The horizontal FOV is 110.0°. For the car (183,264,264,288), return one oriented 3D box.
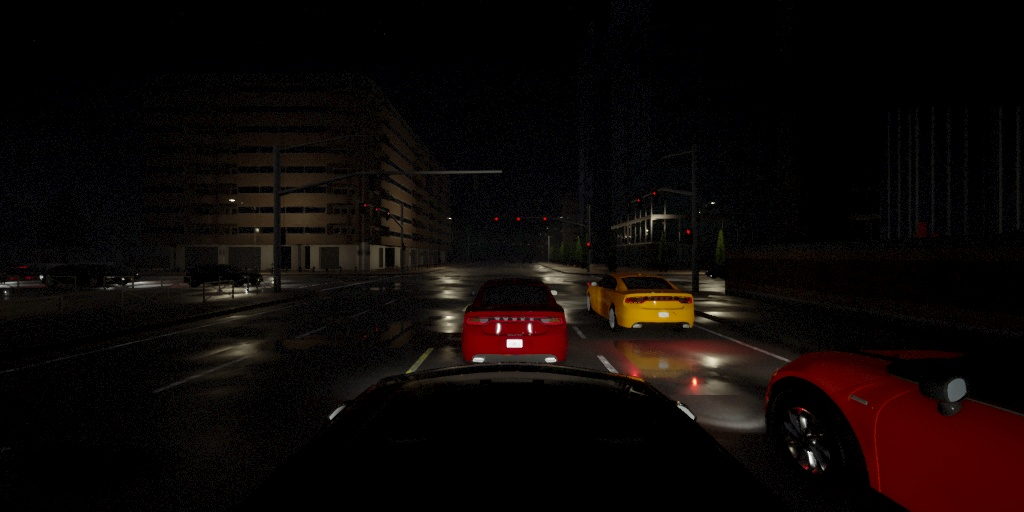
[{"bbox_3d":[-19.417,1.331,24.180,4.674,1.442,1.812,0,0,0],"label":"car"}]

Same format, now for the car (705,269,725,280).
[{"bbox_3d":[19.537,1.406,31.195,4.718,1.301,1.895,0,0,0],"label":"car"}]

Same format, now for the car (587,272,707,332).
[{"bbox_3d":[3.582,1.228,10.898,1.882,1.535,5.008,0,0,0],"label":"car"}]

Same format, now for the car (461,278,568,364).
[{"bbox_3d":[0.062,1.228,8.125,1.882,1.535,5.008,0,0,0],"label":"car"}]

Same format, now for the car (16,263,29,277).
[{"bbox_3d":[-50.330,1.297,34.946,4.902,1.511,2.128,0,0,1],"label":"car"}]

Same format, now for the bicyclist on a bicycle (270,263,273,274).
[{"bbox_3d":[-25.518,1.106,38.671,0.582,1.620,1.656,0,0,0],"label":"bicyclist on a bicycle"}]

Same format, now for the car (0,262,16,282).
[{"bbox_3d":[-42.236,1.331,27.776,4.674,1.442,1.812,0,0,0],"label":"car"}]

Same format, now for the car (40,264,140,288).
[{"bbox_3d":[-28.657,1.310,24.201,4.892,1.490,1.837,0,0,0],"label":"car"}]

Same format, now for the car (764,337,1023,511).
[{"bbox_3d":[3.600,1.102,1.752,2.097,1.767,4.553,0,0,0],"label":"car"}]
